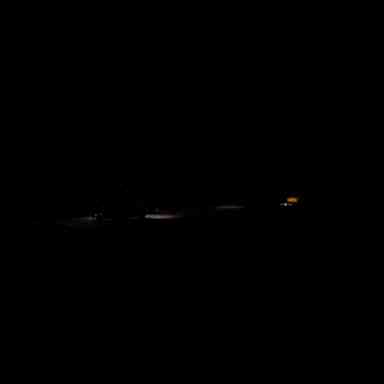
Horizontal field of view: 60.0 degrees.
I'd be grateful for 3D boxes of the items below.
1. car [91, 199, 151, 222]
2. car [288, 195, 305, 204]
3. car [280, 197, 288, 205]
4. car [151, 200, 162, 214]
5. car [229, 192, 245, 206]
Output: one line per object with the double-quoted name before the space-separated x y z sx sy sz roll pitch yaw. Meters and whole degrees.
"car" -5.705 1.491 26.248 1.812 1.442 4.674 0 1 36
"car" 18.591 1.230 59.317 1.882 1.535 5.008 0 0 36
"car" 12.703 1.296 51.211 1.994 1.385 4.181 0 0 37
"car" -5.078 1.385 32.332 1.882 1.535 5.008 0 1 36
"car" 7.710 0.955 49.693 2.150 2.045 5.566 0 0 37
